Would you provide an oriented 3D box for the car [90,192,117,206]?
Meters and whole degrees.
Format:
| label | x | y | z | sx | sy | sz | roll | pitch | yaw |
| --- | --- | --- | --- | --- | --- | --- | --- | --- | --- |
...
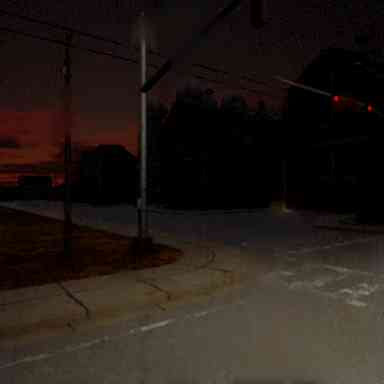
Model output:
| label | x | y | z | sx | sy | sz | roll | pitch | yaw |
| --- | --- | --- | --- | --- | --- | --- | --- | --- | --- |
| car | -13.485 | 1.083 | 50.820 | 3.866 | 1.878 | 1.905 | -2 | 5 | 11 |
